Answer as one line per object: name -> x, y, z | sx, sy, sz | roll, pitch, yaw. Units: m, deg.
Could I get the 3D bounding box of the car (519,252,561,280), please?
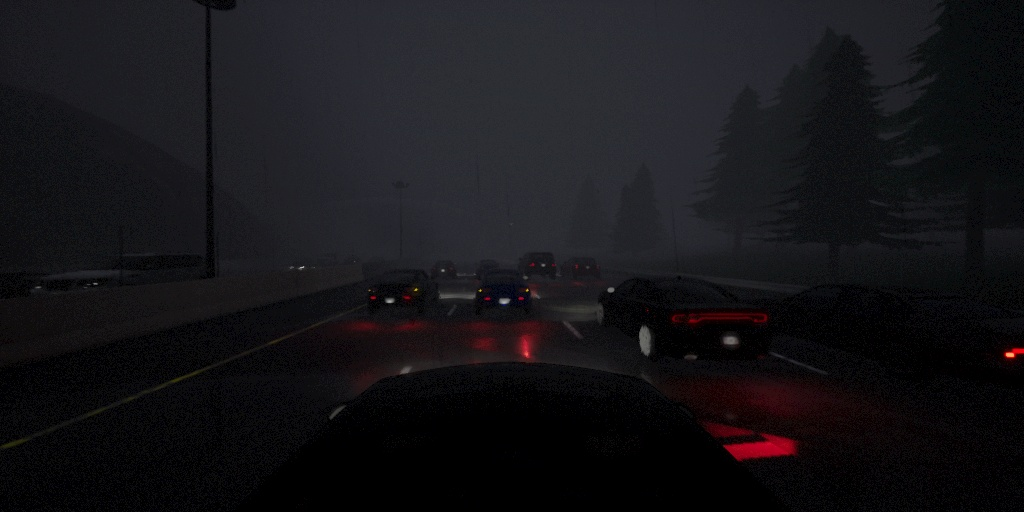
car -> 1.829, 0.709, 27.448 | 2.150, 2.045, 5.566 | 0, 1, -7

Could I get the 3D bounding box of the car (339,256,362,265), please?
car -> -23.804, 0.761, 53.599 | 1.837, 1.490, 4.892 | 0, 1, -9

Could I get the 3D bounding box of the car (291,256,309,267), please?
car -> -30.765, 0.778, 52.818 | 1.837, 1.490, 4.892 | 0, 1, -9

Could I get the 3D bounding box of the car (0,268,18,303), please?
car -> -21.490, 1.220, 12.244 | 2.033, 1.411, 5.357 | 0, 1, -4

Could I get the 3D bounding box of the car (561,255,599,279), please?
car -> 5.230, 0.827, 28.166 | 2.097, 1.767, 4.553 | 0, 1, -7

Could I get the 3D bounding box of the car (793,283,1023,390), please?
car -> 6.947, 1.235, 6.993 | 2.033, 1.411, 5.357 | 0, 1, -2

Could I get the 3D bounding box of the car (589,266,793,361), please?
car -> 3.377, 1.158, 8.134 | 1.882, 1.535, 5.008 | 0, 1, -2

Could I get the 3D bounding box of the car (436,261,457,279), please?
car -> -5.437, 1.047, 28.824 | 1.994, 1.385, 4.181 | 0, 1, -8

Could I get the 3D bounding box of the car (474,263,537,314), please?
car -> -0.368, 1.161, 13.105 | 1.812, 1.442, 4.674 | 0, 1, -3

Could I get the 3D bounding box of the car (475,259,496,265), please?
car -> -1.993, 0.999, 29.354 | 1.812, 1.442, 4.674 | 0, 1, -8

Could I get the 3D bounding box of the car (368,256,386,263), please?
car -> -20.358, 0.738, 54.196 | 2.128, 1.511, 4.902 | 0, 1, -9

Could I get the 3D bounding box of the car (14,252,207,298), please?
car -> -14.620, 0.865, 14.068 | 2.150, 2.045, 5.566 | 0, 1, -4

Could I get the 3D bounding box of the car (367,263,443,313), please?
car -> -3.885, 1.164, 13.289 | 1.812, 1.442, 4.674 | 0, 1, -4

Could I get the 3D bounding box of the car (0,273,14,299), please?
car -> -18.012, 1.266, 12.496 | 1.895, 1.301, 4.718 | 0, 1, -4

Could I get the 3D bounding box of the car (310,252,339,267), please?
car -> -27.237, 0.490, 52.938 | 2.150, 2.045, 5.566 | 0, 1, -9
